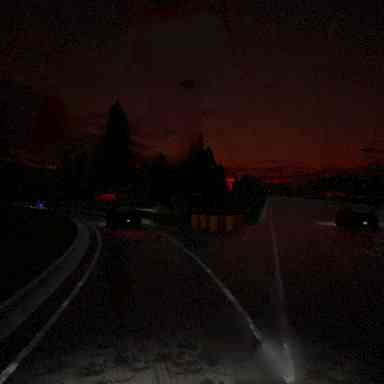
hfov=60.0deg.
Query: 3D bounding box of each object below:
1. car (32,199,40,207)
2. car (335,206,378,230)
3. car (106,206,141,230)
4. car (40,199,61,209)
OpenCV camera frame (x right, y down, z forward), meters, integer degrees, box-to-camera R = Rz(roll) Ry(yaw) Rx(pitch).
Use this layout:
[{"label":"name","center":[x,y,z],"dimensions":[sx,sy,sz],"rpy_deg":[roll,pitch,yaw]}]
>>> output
[{"label":"car","center":[-30.551,2.218,66.280],"dimensions":[1.812,1.442,4.674],"rpy_deg":[0,-1,-37]},{"label":"car","center":[10.811,1.674,22.021],"dimensions":[1.812,1.442,4.674],"rpy_deg":[0,-1,13]},{"label":"car","center":[-4.929,1.721,23.593],"dimensions":[1.882,1.535,5.008],"rpy_deg":[0,-1,-21]},{"label":"car","center":[-24.357,2.151,57.977],"dimensions":[2.128,1.511,4.902],"rpy_deg":[0,-1,-37]}]
